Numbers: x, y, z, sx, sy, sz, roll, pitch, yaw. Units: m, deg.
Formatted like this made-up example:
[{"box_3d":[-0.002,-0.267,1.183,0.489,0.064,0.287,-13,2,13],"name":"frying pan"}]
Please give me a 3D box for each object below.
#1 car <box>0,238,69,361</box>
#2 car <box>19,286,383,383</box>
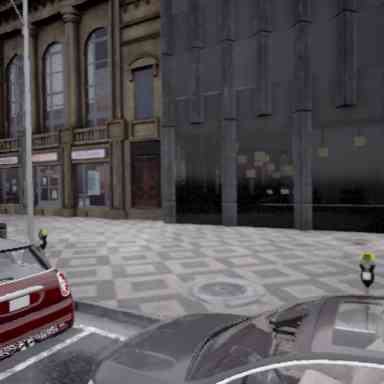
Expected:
[{"box_3d":[-3.813,1.394,5.016,4.097,1.590,1.967,0,1,29],"name":"car"},{"box_3d":[1.168,1.480,2.291,4.403,1.369,2.008,0,1,29],"name":"car"}]
